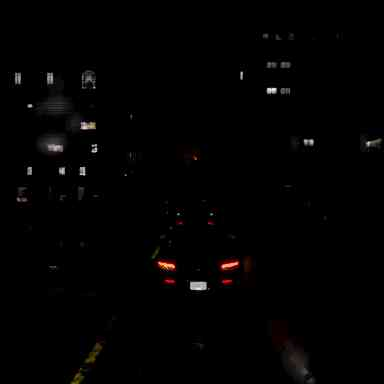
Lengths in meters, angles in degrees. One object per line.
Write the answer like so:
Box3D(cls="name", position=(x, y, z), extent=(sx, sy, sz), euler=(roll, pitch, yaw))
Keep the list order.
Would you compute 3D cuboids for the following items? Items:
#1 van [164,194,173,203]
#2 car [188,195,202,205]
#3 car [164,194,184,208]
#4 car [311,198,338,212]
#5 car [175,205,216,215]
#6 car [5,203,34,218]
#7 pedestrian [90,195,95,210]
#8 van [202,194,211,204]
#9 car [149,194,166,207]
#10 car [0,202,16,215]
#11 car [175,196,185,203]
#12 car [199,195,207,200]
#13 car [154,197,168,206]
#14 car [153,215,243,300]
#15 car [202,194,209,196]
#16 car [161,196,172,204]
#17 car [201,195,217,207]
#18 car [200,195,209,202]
Box3D(cls="van", position=(-5.066, 1.312, 71.563), extent=(1.690, 1.788, 3.998), euler=(0, 0, 0))
Box3D(cls="car", position=(0.302, 1.461, 55.117), extent=(1.882, 1.535, 5.008), euler=(0, 0, 0))
Box3D(cls="car", position=(-2.635, 1.492, 49.206), extent=(1.837, 1.490, 4.892), euler=(0, 0, 2))
Box3D(cls="car", position=(15.222, 1.339, 34.417), extent=(5.357, 1.411, 2.033), euler=(-1, 0, 1))
Box3D(cls="car", position=(0.152, 1.562, 17.054), extent=(1.994, 1.385, 4.181), euler=(0, 0, 0))
Box3D(cls="car", position=(-17.316, 1.754, 31.826), extent=(4.181, 1.385, 1.994), euler=(-1, 0, 1))
Box3D(cls="pedestrian", position=(-12.013, 1.280, 40.130), extent=(0.375, 1.860, 0.375), euler=(0, 1, 1))
Box3D(cls="van", position=(2.795, 1.317, 65.984), extent=(1.690, 1.788, 3.998), euler=(0, 0, 0))
Box3D(cls="car", position=(-5.143, 1.302, 49.355), extent=(2.192, 1.841, 5.009), euler=(0, 0, 0))
Box3D(cls="car", position=(-22.334, 1.843, 37.295), extent=(4.206, 1.307, 1.802), euler=(-1, 1, 1))
Box3D(cls="car", position=(-2.510, 1.497, 69.688), extent=(1.812, 1.442, 4.674), euler=(0, 0, 0))
Box3D(cls="car", position=(2.871, 1.508, 88.193), extent=(2.008, 1.369, 4.403), euler=(0, 0, 0))
Box3D(cls="car", position=(-5.124, 1.528, 54.907), extent=(1.887, 1.381, 4.507), euler=(0, 0, 0))
Box3D(cls="car", position=(0.130, 1.525, 8.294), extent=(1.812, 1.442, 4.674), euler=(0, 0, 0))
Box3D(cls="car", position=(2.775, 1.562, 60.432), extent=(1.802, 1.307, 4.206), euler=(0, 0, 0))
Box3D(cls="car", position=(-5.086, 1.520, 66.011), extent=(1.887, 1.381, 4.507), euler=(0, 0, 0))
Box3D(cls="car", position=(2.736, 1.553, 49.328), extent=(1.947, 1.339, 4.313), euler=(0, 0, 0))
Box3D(cls="car", position=(2.833, 1.407, 77.088), extent=(1.967, 1.590, 4.097), euler=(0, 0, 0))
